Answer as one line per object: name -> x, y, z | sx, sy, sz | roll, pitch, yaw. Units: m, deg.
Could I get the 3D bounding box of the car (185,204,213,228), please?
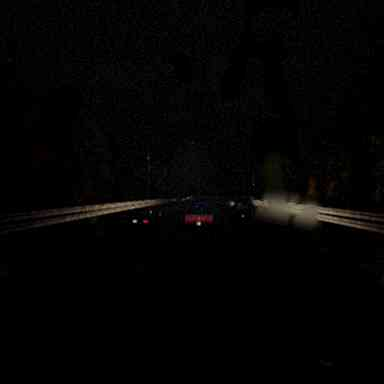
car -> 0.521, 1.769, 23.714 | 1.895, 1.301, 4.718 | 0, 0, 2

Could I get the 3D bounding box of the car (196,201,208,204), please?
car -> 1.256, 1.824, 40.608 | 1.812, 1.442, 4.674 | 0, -1, 3

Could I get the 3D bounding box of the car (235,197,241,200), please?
car -> 12.783, 2.183, 93.925 | 1.812, 1.442, 4.674 | 0, -1, 9

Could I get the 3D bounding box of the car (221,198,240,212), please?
car -> 4.879, 1.889, 43.606 | 1.994, 1.385, 4.181 | 0, -1, 4

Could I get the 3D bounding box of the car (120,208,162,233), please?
car -> -3.072, 1.692, 20.834 | 2.033, 1.411, 5.357 | 0, 0, 2

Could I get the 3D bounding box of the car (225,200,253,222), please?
car -> 4.156, 1.735, 28.780 | 1.812, 1.442, 4.674 | 0, 0, 3
